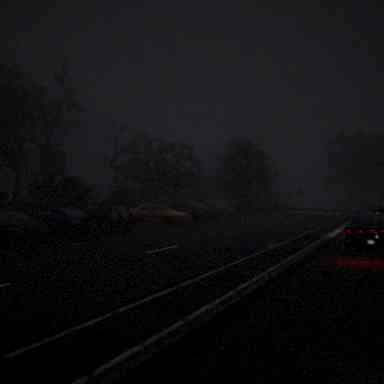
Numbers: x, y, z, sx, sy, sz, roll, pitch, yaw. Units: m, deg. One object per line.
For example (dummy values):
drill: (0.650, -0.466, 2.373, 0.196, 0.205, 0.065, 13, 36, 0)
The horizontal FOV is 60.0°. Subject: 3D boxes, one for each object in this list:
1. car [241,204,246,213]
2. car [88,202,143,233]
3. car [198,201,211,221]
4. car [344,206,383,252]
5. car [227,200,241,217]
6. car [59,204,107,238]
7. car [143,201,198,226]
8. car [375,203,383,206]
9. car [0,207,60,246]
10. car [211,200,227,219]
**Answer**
car: (3.092, 1.576, 33.925, 4.892, 1.521, 2.231, 1, 0, 32)
car: (-5.566, 1.388, 19.854, 4.553, 1.767, 2.185, 1, 0, 32)
car: (-1.278, 1.588, 26.917, 4.792, 1.488, 2.163, 1, 0, 32)
car: (7.605, 1.601, 13.788, 1.882, 1.535, 5.008, 1, 0, 32)
car: (1.643, 1.572, 31.582, 5.008, 1.535, 2.097, 1, 0, 32)
car: (-7.043, 1.528, 17.519, 4.674, 1.452, 2.002, 1, 0, 32)
car: (-2.545, 1.544, 24.455, 5.366, 1.575, 1.946, 1, 0, 32)
car: (15.069, 1.643, 25.935, 1.837, 1.490, 4.892, 1, 1, 32)
car: (-8.493, 1.502, 15.178, 4.674, 1.452, 2.002, 1, 0, 32)
car: (0.187, 1.566, 29.245, 4.892, 1.521, 2.231, 1, 0, 32)
